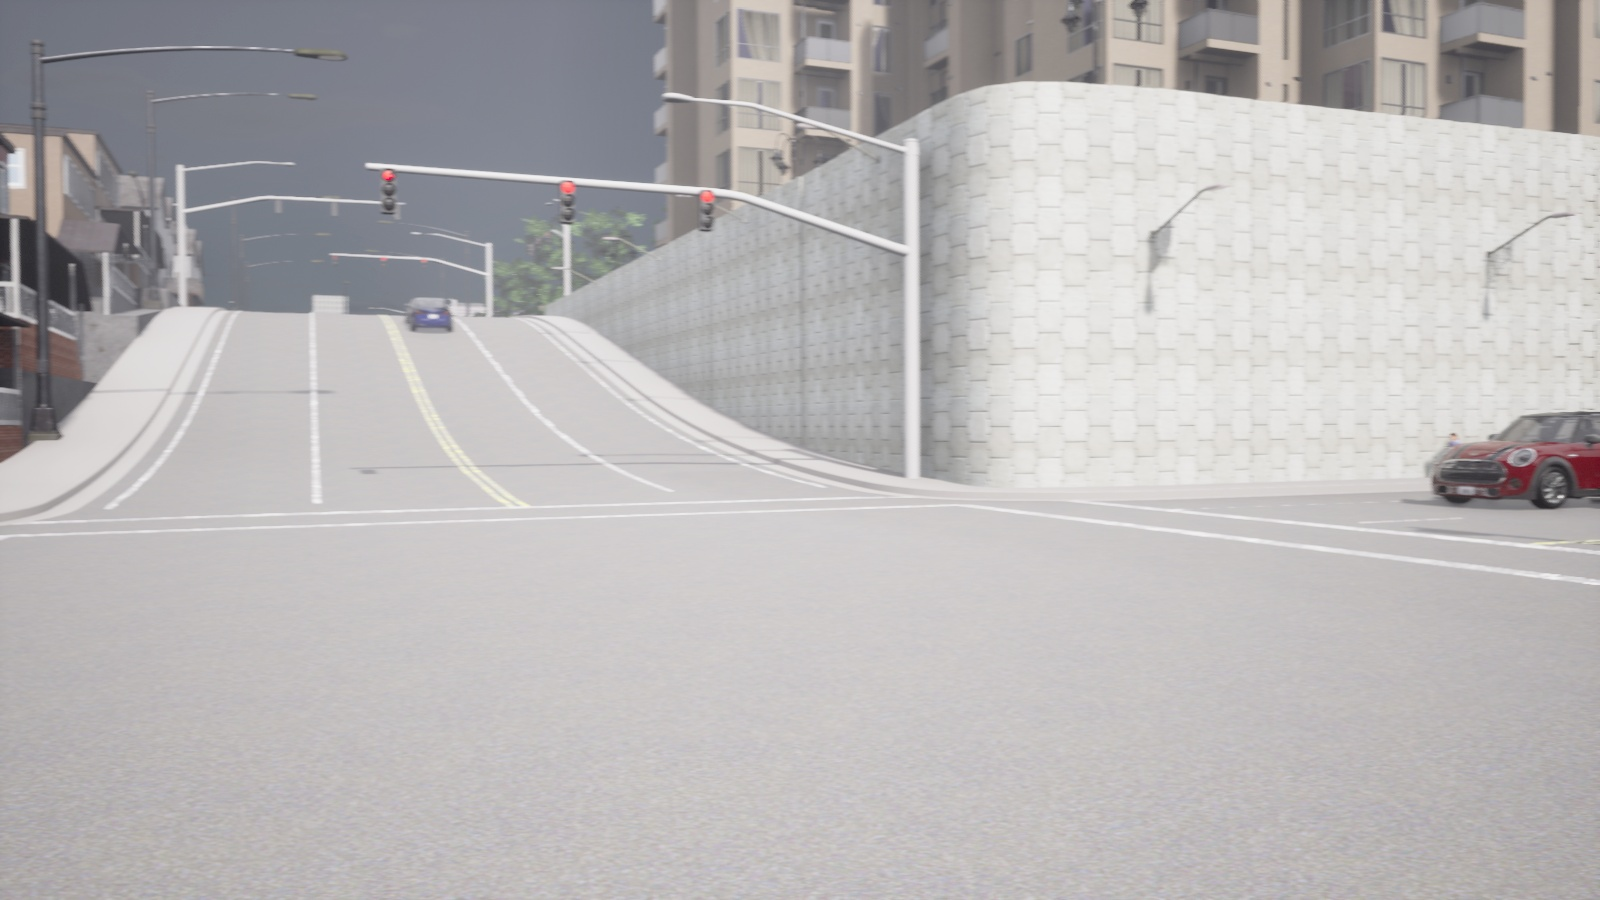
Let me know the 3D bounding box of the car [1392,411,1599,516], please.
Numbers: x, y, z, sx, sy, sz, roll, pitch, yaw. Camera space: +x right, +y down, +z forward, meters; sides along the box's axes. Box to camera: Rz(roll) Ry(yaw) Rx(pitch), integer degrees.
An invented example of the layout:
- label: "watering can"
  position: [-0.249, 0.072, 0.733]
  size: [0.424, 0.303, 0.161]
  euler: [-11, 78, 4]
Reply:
- label: "car"
  position: [13.425, 0.196, 23.003]
  size: [4.553, 1.767, 2.097]
  euler: [0, 1, -22]

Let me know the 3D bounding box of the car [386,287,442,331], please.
- label: "car"
  position: [-18.672, -6.825, 60.578]
  size: [2.163, 1.488, 4.792]
  euler: [0, 12, -22]
